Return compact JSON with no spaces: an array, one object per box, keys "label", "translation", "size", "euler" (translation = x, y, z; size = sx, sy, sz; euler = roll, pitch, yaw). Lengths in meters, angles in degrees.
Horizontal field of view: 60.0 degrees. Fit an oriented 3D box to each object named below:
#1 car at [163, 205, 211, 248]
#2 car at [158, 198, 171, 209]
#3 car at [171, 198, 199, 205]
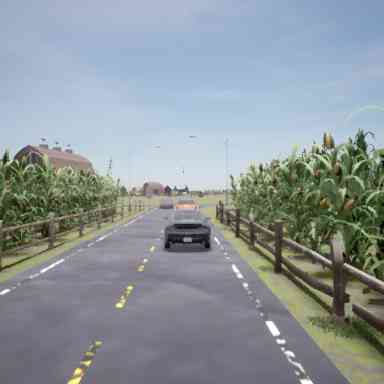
[{"label":"car","translation":[-0.207,1.519,14.689],"size":[1.837,1.490,4.892],"euler":[0,0,-1]},{"label":"car","translation":[-3.565,1.570,46.775],"size":[1.812,1.442,4.674],"euler":[0,0,-1]},{"label":"car","translation":[-0.491,1.372,29.658],"size":[2.097,1.767,4.553],"euler":[0,0,-1]}]
